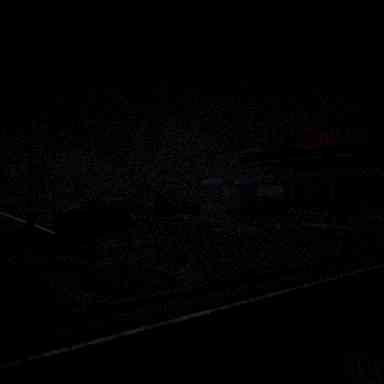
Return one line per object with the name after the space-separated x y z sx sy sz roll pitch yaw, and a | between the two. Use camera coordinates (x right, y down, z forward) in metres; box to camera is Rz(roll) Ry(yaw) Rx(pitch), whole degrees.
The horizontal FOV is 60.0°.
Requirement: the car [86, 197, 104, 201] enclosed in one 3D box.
-13.839 1.508 49.079 3.633 1.501 1.845 0 0 -36 | car

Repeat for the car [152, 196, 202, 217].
-1.365 1.286 30.399 4.605 1.855 1.932 0 0 -36 | car

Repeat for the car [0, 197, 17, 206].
-29.761 1.572 52.416 3.806 1.475 1.970 0 0 -36 | car

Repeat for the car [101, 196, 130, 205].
-14.509 1.518 63.177 5.027 1.636 2.152 0 0 -36 | car

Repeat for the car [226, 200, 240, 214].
5.502 1.549 35.372 3.806 1.475 1.970 0 0 -36 | car

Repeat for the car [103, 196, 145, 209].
-8.048 1.486 40.935 4.514 1.523 2.007 0 0 -36 | car

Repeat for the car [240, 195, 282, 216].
6.944 1.265 32.314 3.866 1.878 1.905 0 0 -36 | car

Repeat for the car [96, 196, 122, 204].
-16.380 1.527 65.696 4.514 1.523 2.007 0 0 -36 | car

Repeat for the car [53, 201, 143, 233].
-5.454 1.486 18.923 4.514 1.523 2.007 0 0 -36 | car
